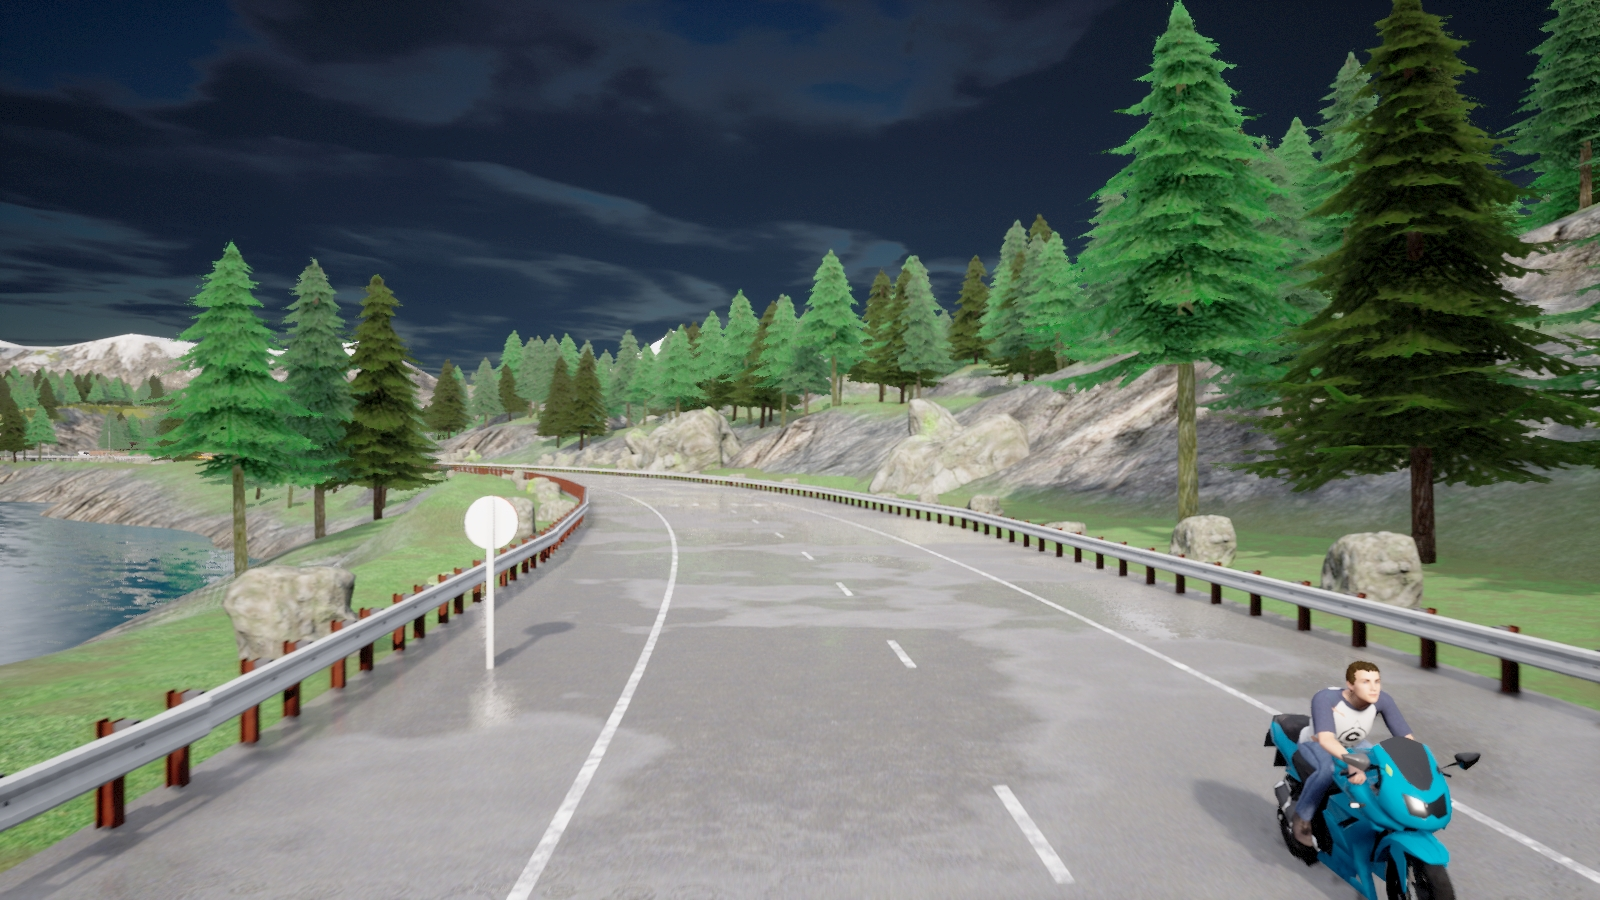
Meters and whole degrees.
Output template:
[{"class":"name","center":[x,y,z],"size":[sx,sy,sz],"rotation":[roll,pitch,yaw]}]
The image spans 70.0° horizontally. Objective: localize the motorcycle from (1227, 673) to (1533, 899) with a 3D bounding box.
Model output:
[{"class":"motorcycle","center":[3.424,2.177,7.009],"size":[0.803,1.217,2.033],"rotation":[0,0,-2]}]
